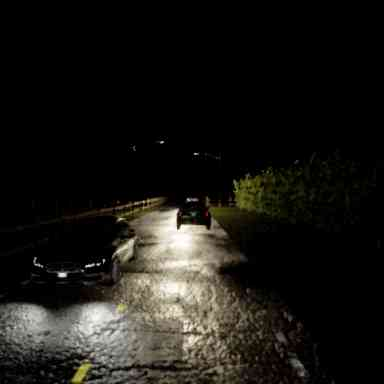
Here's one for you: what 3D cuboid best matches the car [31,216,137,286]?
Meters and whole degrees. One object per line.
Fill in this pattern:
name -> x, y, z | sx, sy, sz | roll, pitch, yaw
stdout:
car -> -2.752, 1.508, 9.489 | 1.837, 1.490, 4.892 | 0, 0, 0

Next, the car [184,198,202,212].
car -> 0.093, 1.507, 40.480 | 2.128, 1.511, 4.902 | 0, 0, 0

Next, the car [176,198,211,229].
car -> 0.095, 1.360, 21.783 | 2.097, 1.767, 4.553 | 0, 0, 0
